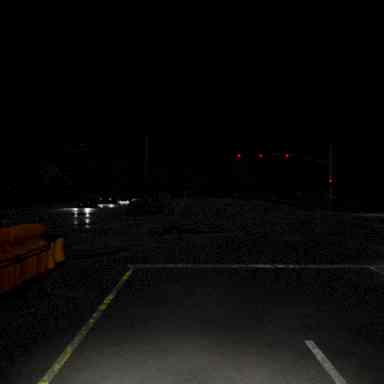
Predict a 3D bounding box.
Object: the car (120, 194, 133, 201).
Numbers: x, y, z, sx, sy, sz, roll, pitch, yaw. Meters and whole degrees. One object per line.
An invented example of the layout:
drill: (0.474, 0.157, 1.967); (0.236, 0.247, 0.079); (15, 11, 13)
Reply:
car: (-13.956, 1.236, 70.803); (2.128, 1.511, 4.902); (0, 0, 0)

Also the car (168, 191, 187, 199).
car: (-4.171, 0.822, 95.213); (2.150, 2.045, 5.566); (0, 0, -22)

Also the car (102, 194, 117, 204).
car: (-14.019, 1.130, 55.948); (2.097, 1.767, 4.553); (0, 0, 0)

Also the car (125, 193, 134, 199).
car: (-16.664, 1.159, 88.290); (2.128, 1.511, 4.902); (0, 0, -14)

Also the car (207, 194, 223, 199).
car: (6.999, 1.146, 94.647); (2.033, 1.411, 5.357); (0, 0, -18)

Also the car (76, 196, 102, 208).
car: (-14.047, 1.331, 44.641); (1.837, 1.490, 4.892); (0, 0, 0)
